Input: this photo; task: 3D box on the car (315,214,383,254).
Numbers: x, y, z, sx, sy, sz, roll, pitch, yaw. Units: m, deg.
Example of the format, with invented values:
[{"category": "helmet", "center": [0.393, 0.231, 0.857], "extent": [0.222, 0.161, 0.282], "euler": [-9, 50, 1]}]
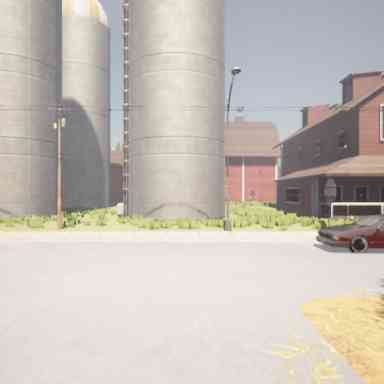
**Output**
[{"category": "car", "center": [7.762, 1.573, 12.998], "extent": [5.357, 1.411, 2.033], "euler": [0, 0, 0]}]
